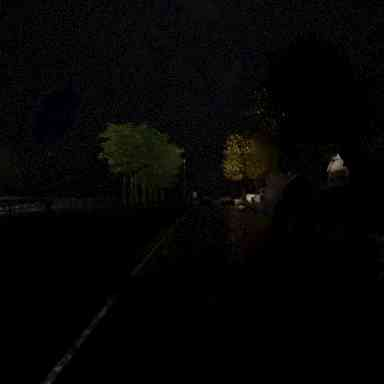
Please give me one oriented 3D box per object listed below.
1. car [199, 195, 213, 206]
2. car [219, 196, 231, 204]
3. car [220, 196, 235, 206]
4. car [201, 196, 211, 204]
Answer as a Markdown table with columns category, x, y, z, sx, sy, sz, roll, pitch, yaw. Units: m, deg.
| category | x | y | z | sx | sy | sz | roll | pitch | yaw |
| --- | --- | --- | --- | --- | --- | --- | --- | --- | --- |
| car | 2.191 | 1.317 | 52.828 | 2.097 | 1.767 | 4.553 | 0 | 0 | 3 |
| car | 6.232 | 1.465 | 62.657 | 2.033 | 1.411 | 5.357 | 0 | 0 | 3 |
| car | 5.688 | 1.567 | 52.699 | 1.895 | 1.301 | 4.718 | 0 | 0 | 3 |
| car | 2.737 | 1.442 | 62.847 | 1.812 | 1.442 | 4.674 | 0 | 0 | 3 |
